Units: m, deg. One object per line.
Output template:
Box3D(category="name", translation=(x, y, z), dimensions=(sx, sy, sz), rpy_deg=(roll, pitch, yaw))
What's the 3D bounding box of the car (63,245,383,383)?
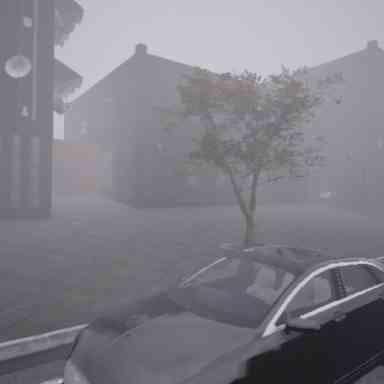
Box3D(category="car", translation=(1.013, 1.493, 4.096), dimensions=(4.902, 1.511, 2.128), rpy_deg=(0, 0, -36))
